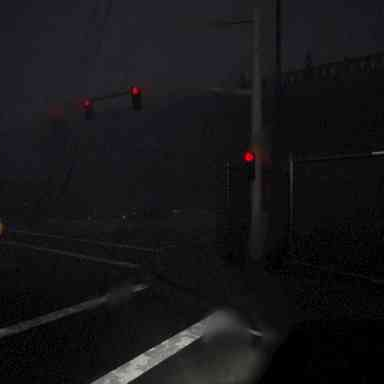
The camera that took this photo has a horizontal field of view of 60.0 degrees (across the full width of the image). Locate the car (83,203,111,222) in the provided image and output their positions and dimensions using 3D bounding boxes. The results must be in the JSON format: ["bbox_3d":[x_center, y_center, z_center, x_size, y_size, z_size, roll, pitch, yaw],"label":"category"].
[{"bbox_3d":[-6.362,1.603,27.713,2.033,1.411,5.357,0,0,35],"label":"car"}]

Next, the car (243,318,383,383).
[{"bbox_3d":[2.940,1.547,1.869,5.357,1.411,2.033,0,0,36],"label":"car"}]

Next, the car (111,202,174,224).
[{"bbox_3d":[-3.437,1.546,25.786,2.128,1.511,4.902,0,0,35],"label":"car"}]

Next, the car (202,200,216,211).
[{"bbox_3d":[3.010,1.619,40.867,1.994,1.385,4.181,0,0,36],"label":"car"}]

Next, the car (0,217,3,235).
[{"bbox_3d":[-10.555,1.501,13.945,1.882,1.535,5.008,-1,-1,21],"label":"car"}]
